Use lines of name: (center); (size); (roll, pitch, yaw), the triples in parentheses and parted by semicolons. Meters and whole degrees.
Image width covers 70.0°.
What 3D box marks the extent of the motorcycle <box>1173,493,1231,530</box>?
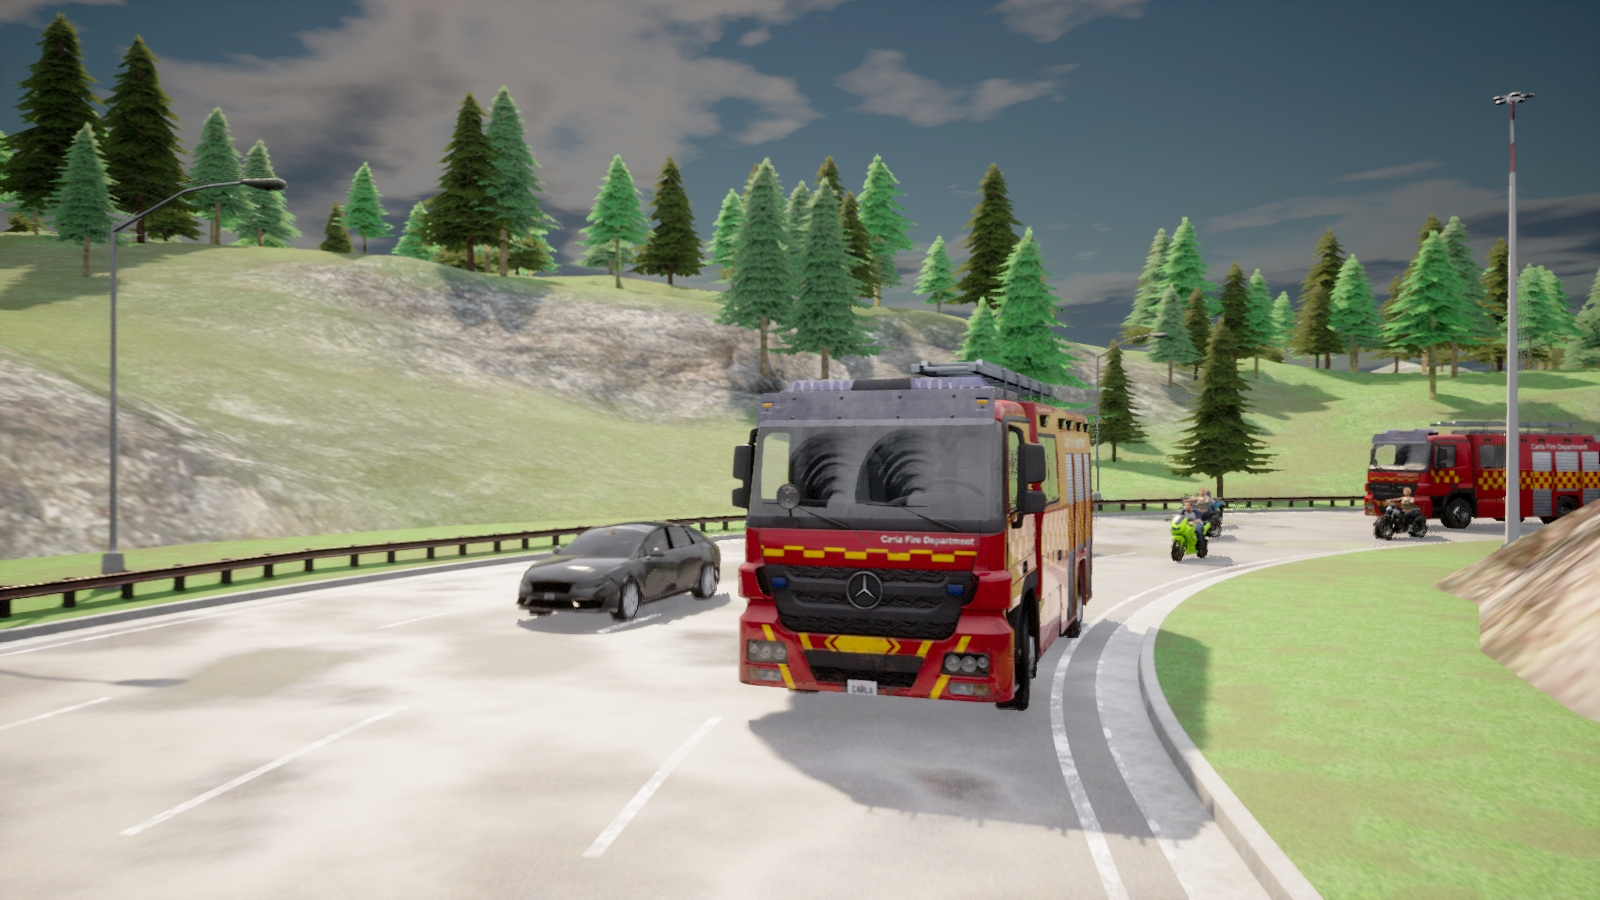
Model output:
motorcycle: (14.452, 2.188, 41.094); (2.033, 1.199, 0.803); (0, 2, -30)

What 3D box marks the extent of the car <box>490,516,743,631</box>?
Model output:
car: (-3.057, 2.059, 20.292); (2.231, 1.480, 4.892); (-1, 0, 22)

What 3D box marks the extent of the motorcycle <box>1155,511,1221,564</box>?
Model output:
motorcycle: (9.833, 2.189, 28.901); (0.803, 1.199, 2.033); (0, 0, 43)

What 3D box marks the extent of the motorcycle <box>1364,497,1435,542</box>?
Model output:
motorcycle: (18.774, 2.158, 35.762); (2.356, 1.307, 0.764); (0, 0, -28)

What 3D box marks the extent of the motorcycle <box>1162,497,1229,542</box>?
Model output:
motorcycle: (12.412, 2.157, 35.817); (2.356, 1.307, 0.764); (0, 0, -35)

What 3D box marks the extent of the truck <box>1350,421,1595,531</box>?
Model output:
truck: (24.936, 0.895, 42.396); (8.468, 3.827, 2.891); (0, 0, -17)

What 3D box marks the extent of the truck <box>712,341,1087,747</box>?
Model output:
truck: (1.902, 0.890, 15.242); (2.891, 3.827, 8.468); (0, 0, 20)
